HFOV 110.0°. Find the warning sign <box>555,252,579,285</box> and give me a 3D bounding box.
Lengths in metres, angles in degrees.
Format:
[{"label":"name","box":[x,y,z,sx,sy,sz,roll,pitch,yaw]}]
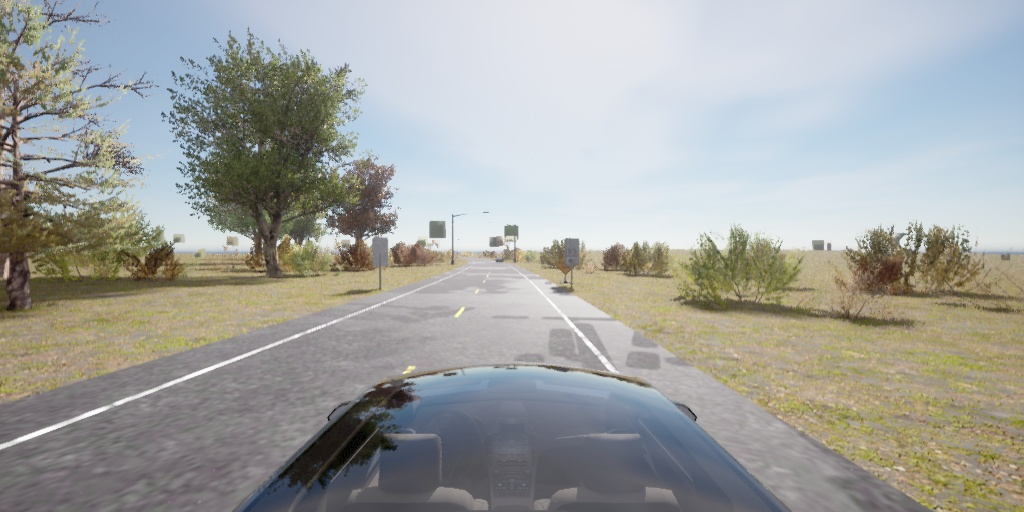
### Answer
[{"label":"warning sign","box":[3.317,0.822,22.305,1.300,1.860,1.060,0,0,-1]}]
